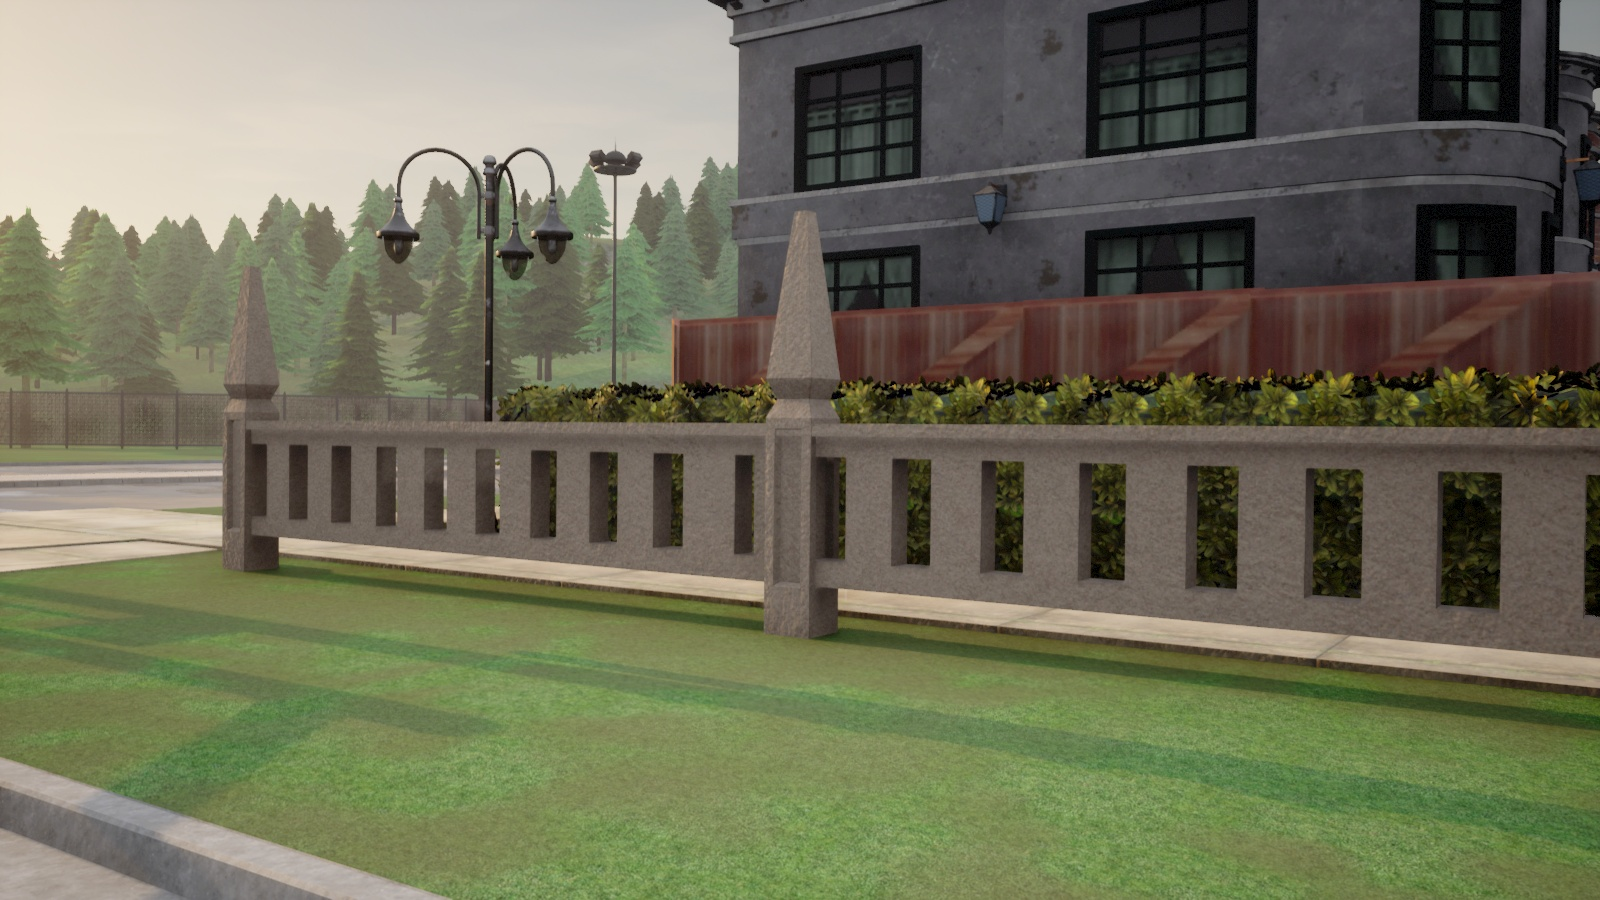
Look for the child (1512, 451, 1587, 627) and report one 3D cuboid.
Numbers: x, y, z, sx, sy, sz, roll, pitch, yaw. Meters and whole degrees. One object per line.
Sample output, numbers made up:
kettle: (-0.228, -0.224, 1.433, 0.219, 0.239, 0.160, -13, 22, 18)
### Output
child: (4.878, 0.564, 8.175, 0.394, 1.110, 0.255, 0, 1, 36)
